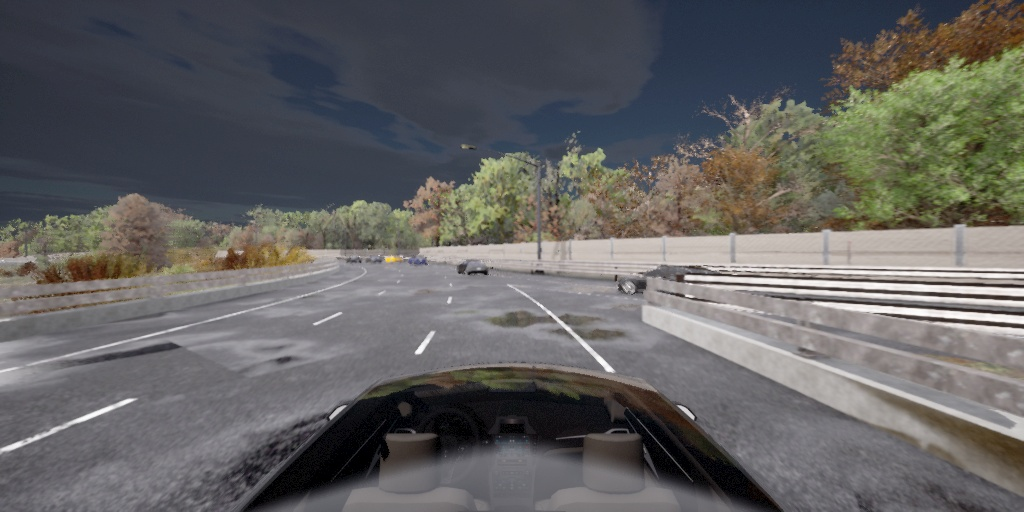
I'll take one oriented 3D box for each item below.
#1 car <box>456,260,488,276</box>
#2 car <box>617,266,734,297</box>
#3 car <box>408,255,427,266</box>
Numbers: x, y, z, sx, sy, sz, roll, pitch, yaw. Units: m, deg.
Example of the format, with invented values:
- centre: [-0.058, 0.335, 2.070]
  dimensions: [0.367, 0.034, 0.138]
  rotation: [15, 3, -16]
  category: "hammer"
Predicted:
- centre: [-3.658, 1.041, 32.510]
  dimensions: [1.994, 1.385, 4.181]
  rotation: [-1, 1, -25]
  category: "car"
- centre: [7.040, 1.159, 15.962]
  dimensions: [1.837, 1.490, 4.892]
  rotation: [-1, 1, -39]
  category: "car"
- centre: [-15.334, 0.659, 57.855]
  dimensions: [2.097, 1.767, 4.553]
  rotation: [-1, 1, -30]
  category: "car"
